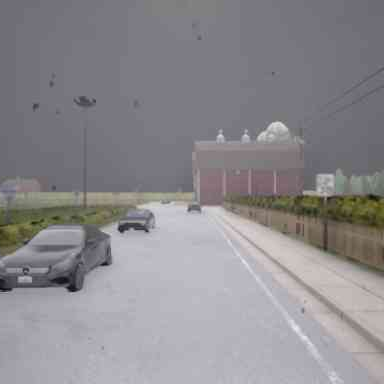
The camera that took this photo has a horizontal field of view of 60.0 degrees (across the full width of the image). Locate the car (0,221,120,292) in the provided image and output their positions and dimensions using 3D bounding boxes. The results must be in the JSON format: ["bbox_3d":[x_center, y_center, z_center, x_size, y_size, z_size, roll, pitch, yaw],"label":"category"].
[{"bbox_3d":[-3.560,1.649,9.436,1.812,1.442,4.674,0,-1,0],"label":"car"}]

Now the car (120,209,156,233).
[{"bbox_3d":[-3.485,1.834,22.000,2.033,1.411,5.357,0,-1,0],"label":"car"}]

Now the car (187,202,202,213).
[{"bbox_3d":[0.318,2.111,46.326,1.837,1.490,4.892,0,-1,0],"label":"car"}]

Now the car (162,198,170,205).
[{"bbox_3d":[-7.133,2.535,90.690,2.097,1.767,4.553,0,-1,-3],"label":"car"}]
